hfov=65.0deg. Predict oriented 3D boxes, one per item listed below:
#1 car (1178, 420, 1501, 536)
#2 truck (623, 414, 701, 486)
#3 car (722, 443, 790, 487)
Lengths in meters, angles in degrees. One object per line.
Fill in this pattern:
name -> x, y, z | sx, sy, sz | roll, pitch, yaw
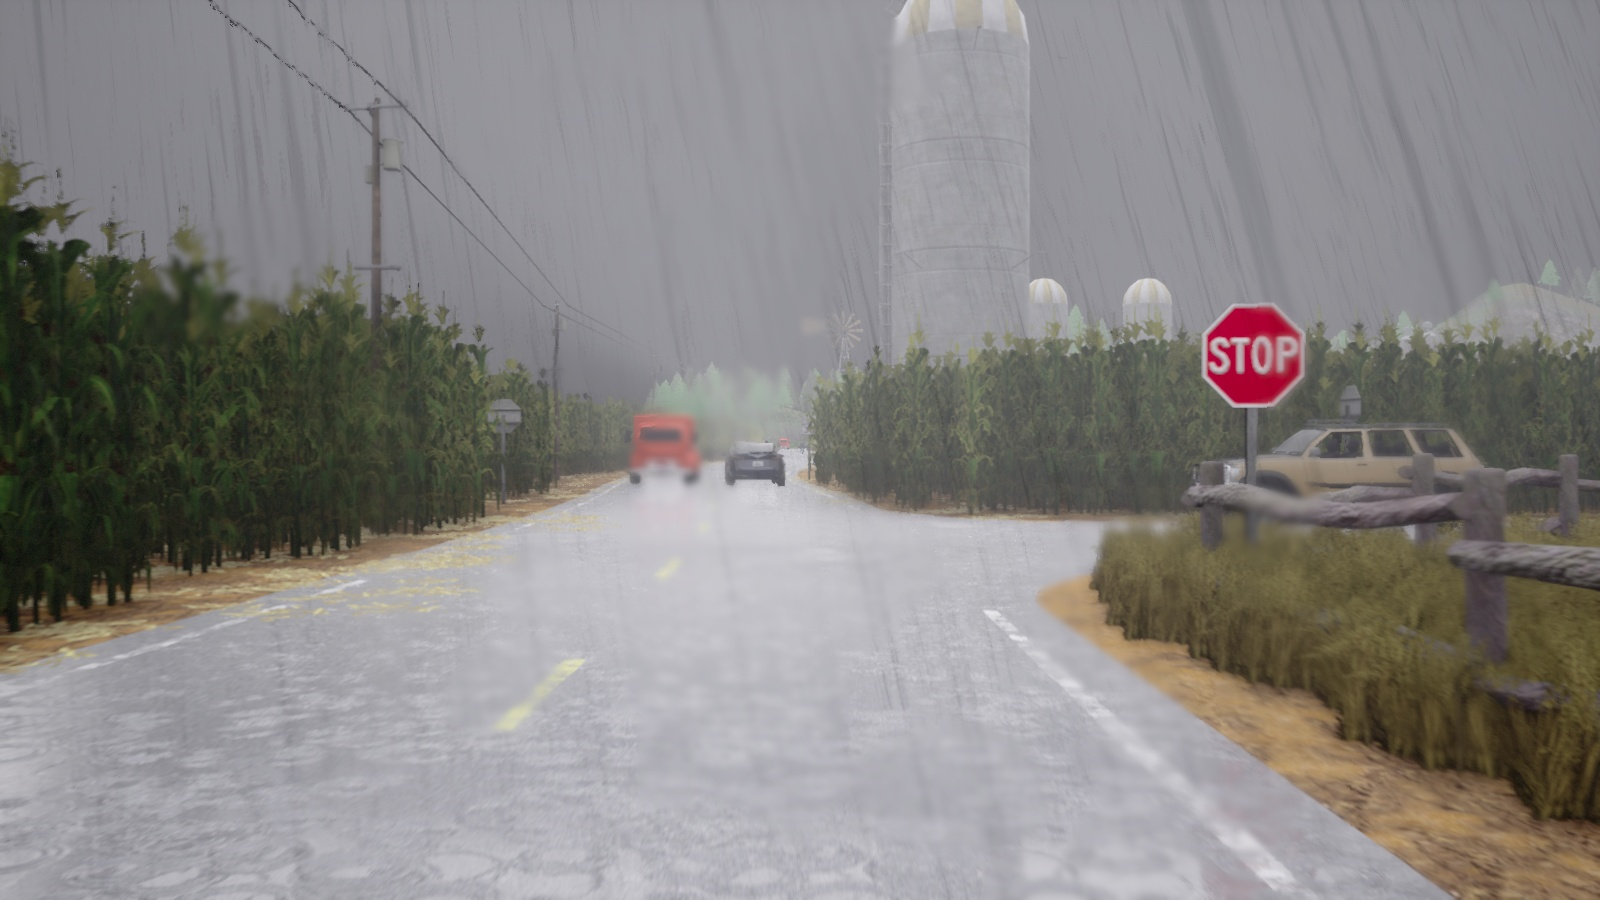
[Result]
car -> 8.951, 0.445, 21.143 | 4.605, 1.855, 1.932 | 0, 0, 0
truck -> -4.921, -0.014, 45.586 | 2.627, 2.467, 5.204 | 0, 0, -4
car -> -1.616, 0.483, 44.306 | 2.163, 1.488, 4.792 | 0, 0, -5
